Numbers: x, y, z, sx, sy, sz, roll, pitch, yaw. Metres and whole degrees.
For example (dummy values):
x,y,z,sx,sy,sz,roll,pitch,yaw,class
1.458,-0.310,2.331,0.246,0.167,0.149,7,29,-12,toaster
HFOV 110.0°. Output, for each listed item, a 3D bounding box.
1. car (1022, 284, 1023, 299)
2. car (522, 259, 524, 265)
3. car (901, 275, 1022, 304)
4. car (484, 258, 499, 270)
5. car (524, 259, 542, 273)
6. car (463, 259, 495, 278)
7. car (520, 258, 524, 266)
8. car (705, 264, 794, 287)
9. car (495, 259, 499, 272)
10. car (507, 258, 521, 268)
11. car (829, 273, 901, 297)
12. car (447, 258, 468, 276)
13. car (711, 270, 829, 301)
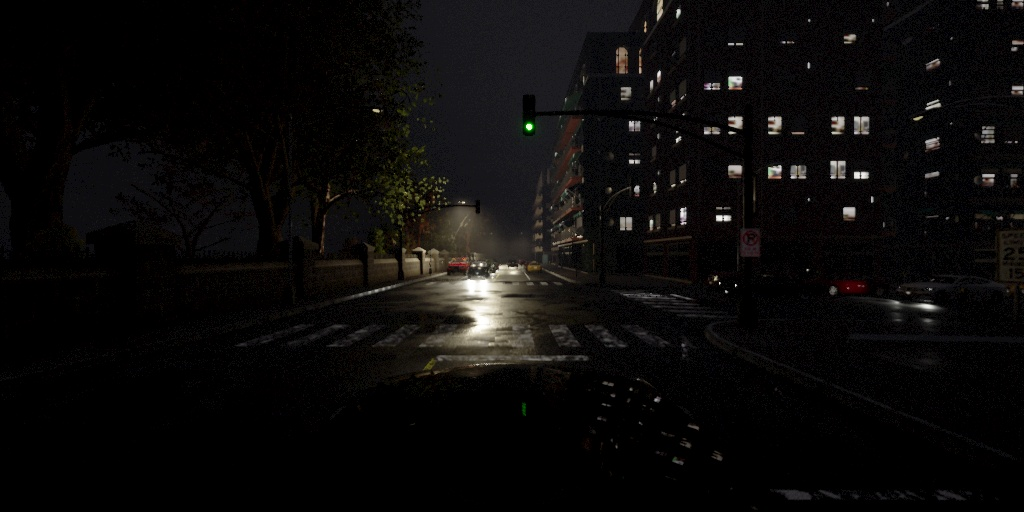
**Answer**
x,y,z,sx,sy,sz,roll,pitch,yaw,class
31.539,1.882,21.911,4.829,1.417,1.751,0,0,0,car
2.750,1.365,49.550,1.888,1.381,4.507,0,0,0,car
23.668,1.744,19.302,4.674,1.442,1.812,1,0,0,car
-3.027,1.181,53.707,2.097,1.767,4.553,0,0,0,car
2.743,1.335,44.186,1.751,1.417,4.829,0,0,0,car
-3.067,1.284,34.091,2.128,1.511,4.902,0,0,-1,car
2.757,1.381,55.086,2.007,1.370,4.403,0,0,0,car
14.623,1.362,21.880,5.009,1.841,2.192,0,0,0,car
-3.048,1.161,43.884,2.097,1.767,4.553,0,0,0,car
0.178,1.396,64.264,2.033,1.411,5.357,0,0,-1,car
20.318,1.696,21.891,4.507,1.381,1.888,0,0,0,car
-5.644,1.114,38.490,2.192,1.841,5.009,0,0,0,car
13.726,1.640,19.285,4.718,1.301,1.895,1,0,0,car
